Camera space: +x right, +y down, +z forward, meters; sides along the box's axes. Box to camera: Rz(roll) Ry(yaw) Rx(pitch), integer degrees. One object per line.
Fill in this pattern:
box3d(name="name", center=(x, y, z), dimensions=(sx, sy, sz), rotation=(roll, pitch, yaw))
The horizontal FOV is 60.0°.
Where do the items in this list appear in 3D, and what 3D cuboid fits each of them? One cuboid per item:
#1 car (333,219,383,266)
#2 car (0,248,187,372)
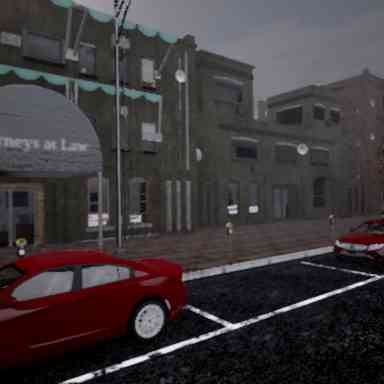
box3d(name="car", center=(6.672, 1.637, 11.666), dimensions=(4.206, 1.307, 1.802), rotation=(0, -1, -37))
box3d(name="car", center=(-2.177, 1.609, 4.971), dimensions=(4.507, 1.381, 1.887), rotation=(0, -1, -37))
